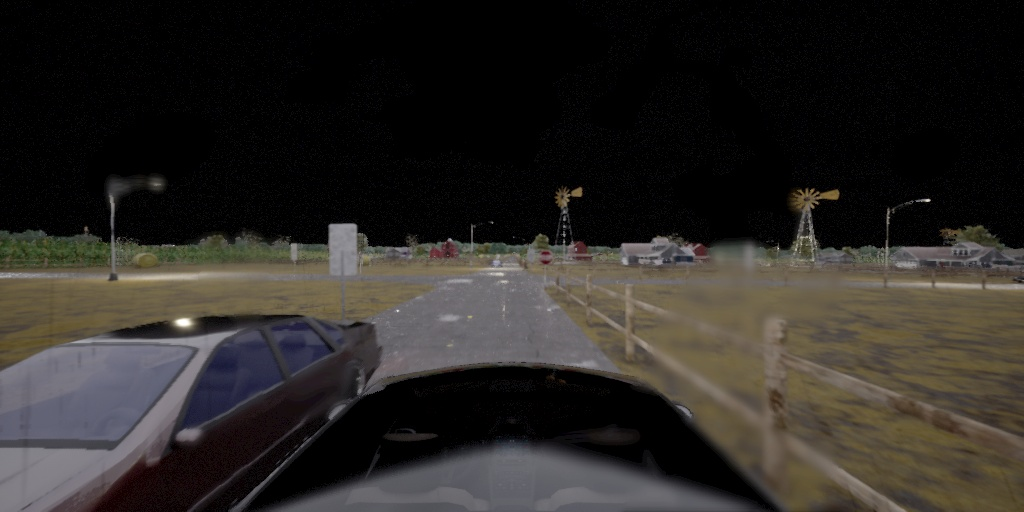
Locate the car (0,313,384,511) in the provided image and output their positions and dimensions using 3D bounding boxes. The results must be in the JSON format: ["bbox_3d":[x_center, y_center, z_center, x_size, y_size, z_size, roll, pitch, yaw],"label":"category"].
[{"bbox_3d":[-2.847,1.296,3.131,2.033,1.411,5.357,0,0,0],"label":"car"}]

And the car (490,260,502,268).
[{"bbox_3d":[-2.752,1.412,64.355,1.812,1.442,4.674,0,1,0],"label":"car"}]

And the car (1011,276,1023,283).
[{"bbox_3d":[49.107,1.953,32.517,5.357,1.411,2.033,1,1,0],"label":"car"}]
